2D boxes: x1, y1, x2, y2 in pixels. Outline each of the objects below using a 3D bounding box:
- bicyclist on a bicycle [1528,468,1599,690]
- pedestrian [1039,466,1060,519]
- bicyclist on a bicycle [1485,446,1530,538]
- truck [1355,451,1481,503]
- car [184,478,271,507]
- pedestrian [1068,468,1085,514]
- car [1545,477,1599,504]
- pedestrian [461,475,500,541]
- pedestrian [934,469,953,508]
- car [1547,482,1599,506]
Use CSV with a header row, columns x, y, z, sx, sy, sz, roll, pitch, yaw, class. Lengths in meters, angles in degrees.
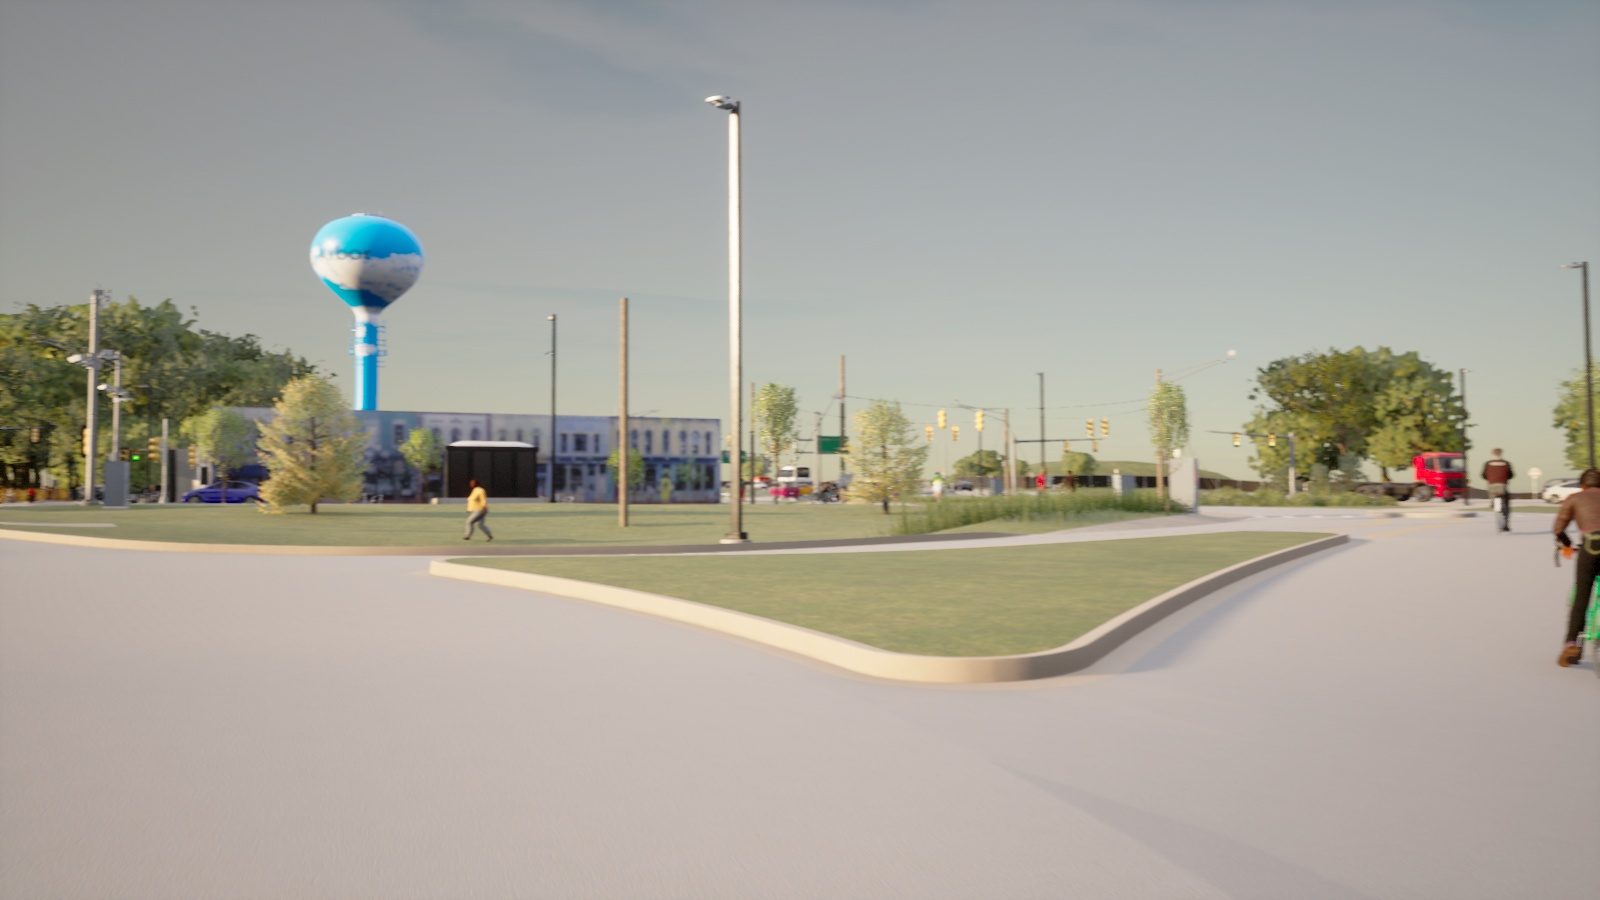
x,y,z,sx,sy,sz,roll,pitch,yaw,class
6.365,0.978,10.060,0.582,1.620,1.656,3,1,21,bicyclist on a bicycle
8.855,1.514,44.623,0.636,1.846,0.331,1,-3,-27,pedestrian
14.313,0.840,25.374,0.659,1.776,1.843,-2,-2,32,bicyclist on a bicycle
42.662,1.902,87.042,2.891,3.462,7.936,1,-2,-21,truck
-31.244,2.335,68.610,4.193,1.474,1.816,1,-3,-22,car
11.181,1.665,50.767,0.431,1.840,0.703,0,-3,-9,pedestrian
49.646,2.553,78.778,2.242,1.667,4.611,1,-2,-21,car
-9.158,1.666,36.004,0.900,1.855,0.874,1,-3,-28,pedestrian
7.142,1.929,62.520,0.659,1.952,0.873,0,-3,-11,pedestrian
47.386,2.620,74.947,1.812,1.442,4.674,1,-2,-21,car
